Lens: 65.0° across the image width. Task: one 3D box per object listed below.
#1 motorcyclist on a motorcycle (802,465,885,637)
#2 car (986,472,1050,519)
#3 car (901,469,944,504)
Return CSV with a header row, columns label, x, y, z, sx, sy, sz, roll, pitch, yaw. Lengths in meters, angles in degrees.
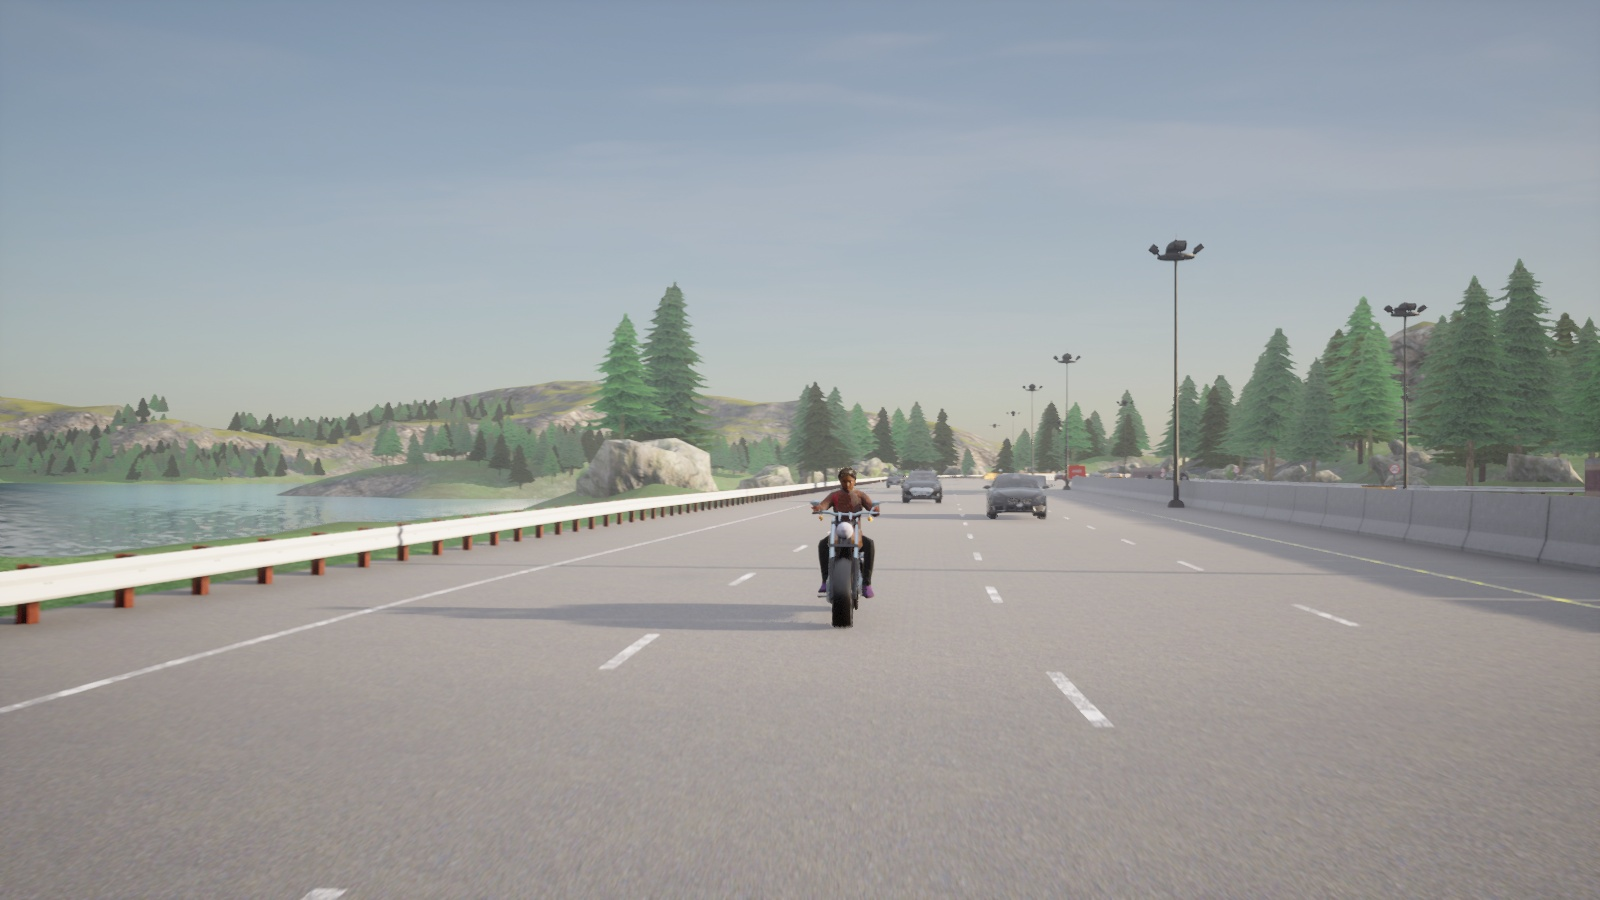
label,x,y,z,sx,sy,sz,roll,pitch,yaw
motorcyclist on a motorcycle,0.499,0.986,13.278,0.766,1.649,2.350,0,-1,5
car,7.315,1.504,42.486,1.837,1.490,4.892,0,-1,7
car,6.102,1.764,62.229,2.033,1.649,4.856,0,-1,7
